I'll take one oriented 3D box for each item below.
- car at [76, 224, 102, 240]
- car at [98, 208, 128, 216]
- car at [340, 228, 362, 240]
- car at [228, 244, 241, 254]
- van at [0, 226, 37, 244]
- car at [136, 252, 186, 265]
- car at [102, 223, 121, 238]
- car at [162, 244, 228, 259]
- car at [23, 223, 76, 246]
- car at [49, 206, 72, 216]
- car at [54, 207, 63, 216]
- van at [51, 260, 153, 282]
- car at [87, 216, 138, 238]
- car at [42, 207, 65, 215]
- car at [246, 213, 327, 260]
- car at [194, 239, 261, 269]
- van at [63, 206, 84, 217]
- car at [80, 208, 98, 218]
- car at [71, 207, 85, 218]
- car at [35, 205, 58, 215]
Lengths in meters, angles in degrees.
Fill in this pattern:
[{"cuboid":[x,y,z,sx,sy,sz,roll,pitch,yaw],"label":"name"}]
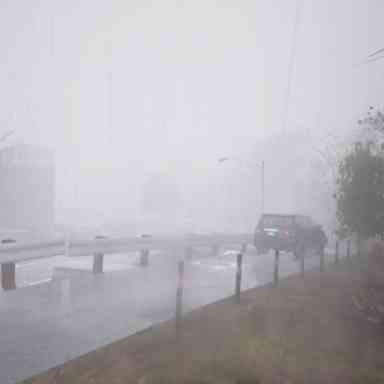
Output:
[{"cuboid":[-12.459,4.211,33.560,5.566,2.045,2.435,0,0,17],"label":"car"},{"cuboid":[-13.362,4.024,58.387,2.435,2.045,5.566,1,1,18],"label":"car"},{"cuboid":[14.999,3.860,31.588,1.895,1.301,4.718,1,-4,24],"label":"car"},{"cuboid":[0.951,4.413,23.196,5.566,2.045,2.435,1,1,17],"label":"car"},{"cuboid":[-16.172,4.237,28.874,4.442,1.987,1.878,0,0,17],"label":"van"},{"cuboid":[-2.697,4.540,18.359,4.553,1.767,2.185,1,1,17],"label":"car"},{"cuboid":[-10.675,4.491,35.930,4.792,1.488,2.163,0,0,17],"label":"car"},{"cuboid":[-0.928,4.412,20.780,5.566,2.045,2.435,1,1,17],"label":"car"},{"cuboid":[-14.246,4.211,31.201,5.566,2.045,2.435,0,0,17],"label":"car"},{"cuboid":[-27.476,3.940,69.623,2.185,1.767,4.553,0,1,19],"label":"car"},{"cuboid":[-25.106,4.100,67.781,2.097,1.535,5.008,1,1,19],"label":"car"},{"cuboid":[-4.436,4.442,15.934,4.442,1.987,1.878,1,1,17],"label":"van"},{"cuboid":[-8.944,4.210,38.279,5.566,2.045,2.435,0,0,17],"label":"car"},{"cuboid":[-29.805,4.071,71.530,2.002,1.452,4.674,0,1,19],"label":"car"},{"cuboid":[5.131,2.162,16.985,2.150,2.045,5.566,1,-4,37],"label":"car"},{"cuboid":[2.769,4.694,25.612,4.792,1.488,2.163,1,1,17],"label":"car"},{"cuboid":[-22.798,3.911,65.786,1.878,1.987,4.442,1,1,19],"label":"van"},{"cuboid":[-18.009,4.199,62.335,1.946,1.575,5.366,0,1,19],"label":"car"},{"cuboid":[-20.423,4.210,64.027,2.002,1.452,4.674,0,1,19],"label":"car"},{"cuboid":[-32.131,3.871,73.435,2.185,1.767,4.553,1,1,19],"label":"car"}]
